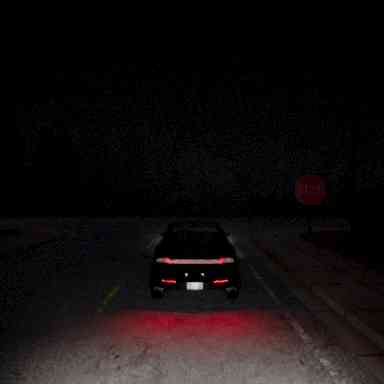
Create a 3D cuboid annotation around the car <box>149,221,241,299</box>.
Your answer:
[{"bbox_3d":[0.068,1.487,8.452,2.128,1.511,4.902,0,0,0],"label":"car"}]
